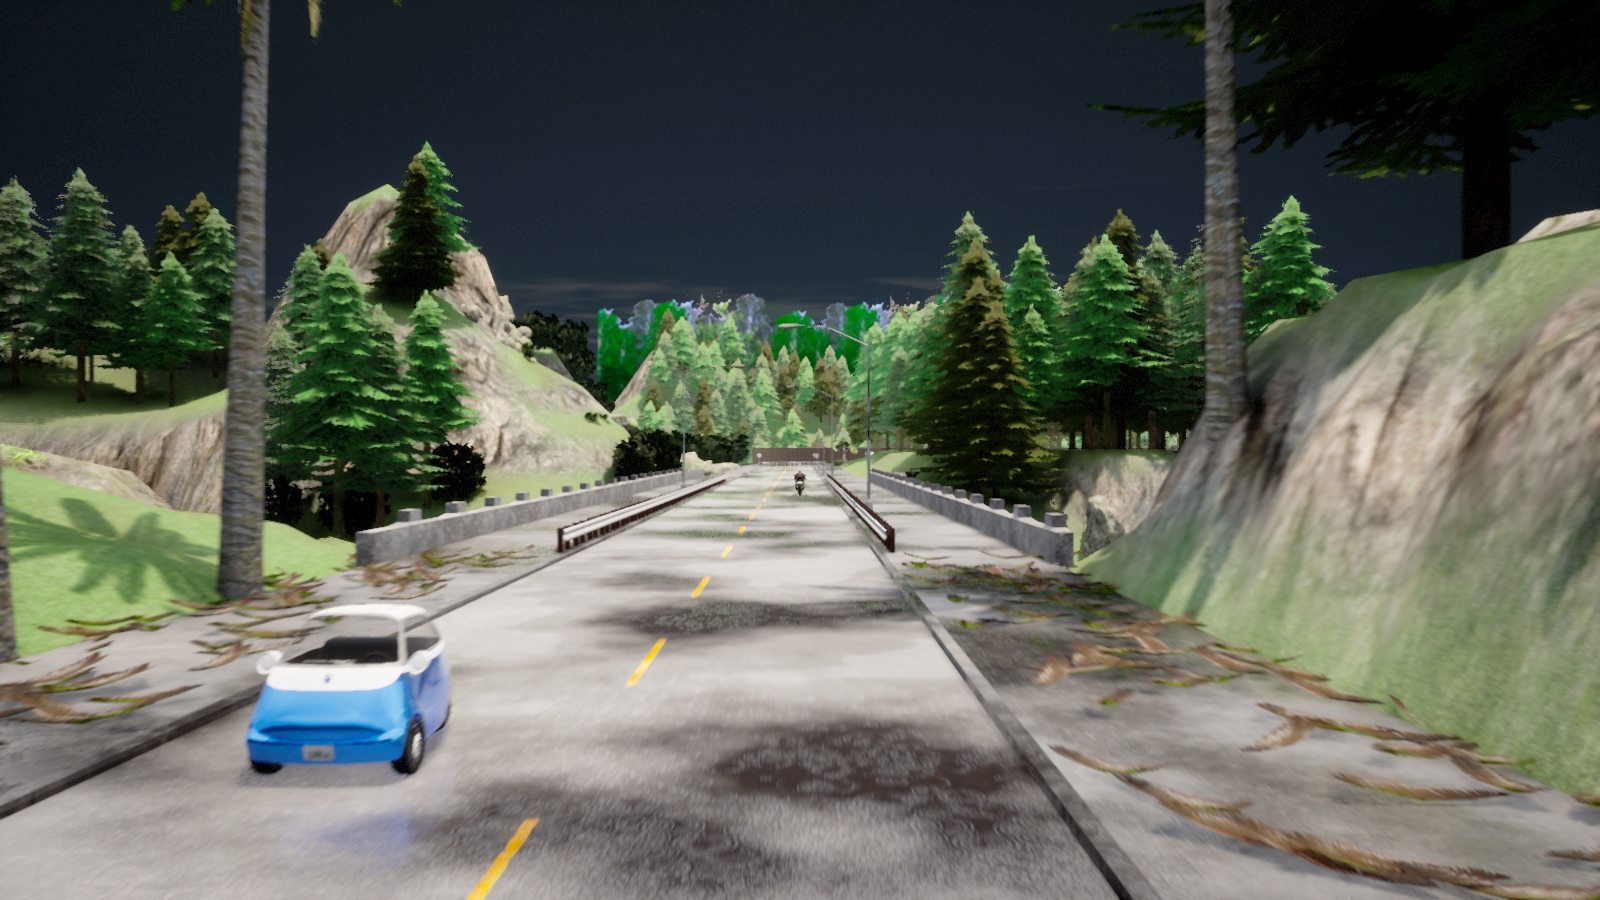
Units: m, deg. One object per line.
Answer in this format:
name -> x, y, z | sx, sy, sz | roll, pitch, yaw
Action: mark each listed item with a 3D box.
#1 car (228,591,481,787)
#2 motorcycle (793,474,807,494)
car -> -4.002, 2.119, 10.585 | 1.481, 1.376, 2.207 | 0, -1, 0
motorcycle -> -0.001, 2.205, 73.781 | 0.867, 1.251, 2.209 | 0, 0, 0
